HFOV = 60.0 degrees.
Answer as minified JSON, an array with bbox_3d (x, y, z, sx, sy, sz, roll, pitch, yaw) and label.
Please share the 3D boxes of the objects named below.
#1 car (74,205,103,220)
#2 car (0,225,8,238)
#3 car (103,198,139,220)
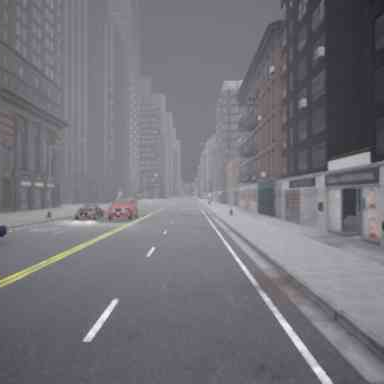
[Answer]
[{"bbox_3d":[-9.804,1.936,32.099,1.994,1.385,4.181,0,-1,0],"label":"car"},{"bbox_3d":[-9.828,1.769,13.858,1.895,1.301,4.718,0,-1,0],"label":"car"},{"bbox_3d":[-6.554,1.591,32.223,2.150,2.045,5.566,0,-1,0],"label":"car"}]
